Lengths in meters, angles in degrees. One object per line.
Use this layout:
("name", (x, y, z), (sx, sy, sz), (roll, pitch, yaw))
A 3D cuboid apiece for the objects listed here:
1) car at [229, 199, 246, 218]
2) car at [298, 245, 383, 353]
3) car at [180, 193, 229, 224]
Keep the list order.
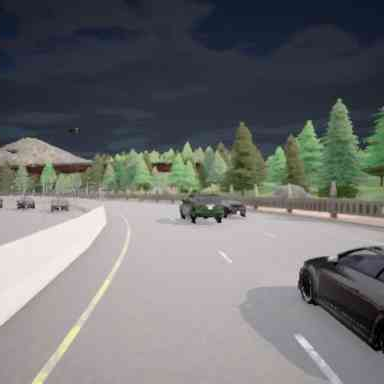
("car", (3.061, 1.378, 28.679), (1.837, 1.490, 4.892), (0, 0, -15))
("car", (3.294, 1.535, 5.361), (1.994, 1.385, 4.181), (0, 0, -3))
("car", (0.587, 1.117, 24.404), (2.150, 2.045, 5.566), (0, 0, -13))
